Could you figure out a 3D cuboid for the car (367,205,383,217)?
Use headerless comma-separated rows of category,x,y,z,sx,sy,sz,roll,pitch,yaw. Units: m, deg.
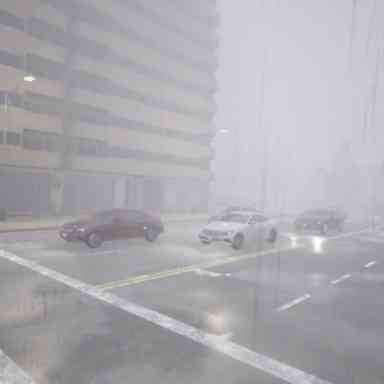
car,24.915,2.404,43.258,1.837,1.490,4.892,3,0,-6

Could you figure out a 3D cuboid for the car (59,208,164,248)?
car,-3.230,1.409,14.233,1.812,1.442,4.674,2,0,42

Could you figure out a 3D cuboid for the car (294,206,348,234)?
car,8.446,1.824,21.922,1.837,1.490,4.892,2,0,42

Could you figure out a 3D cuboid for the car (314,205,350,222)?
car,14.017,2.099,33.190,1.994,1.385,4.181,2,0,42

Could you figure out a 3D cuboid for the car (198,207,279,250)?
car,2.276,1.614,15.080,1.812,1.442,4.674,2,0,42
